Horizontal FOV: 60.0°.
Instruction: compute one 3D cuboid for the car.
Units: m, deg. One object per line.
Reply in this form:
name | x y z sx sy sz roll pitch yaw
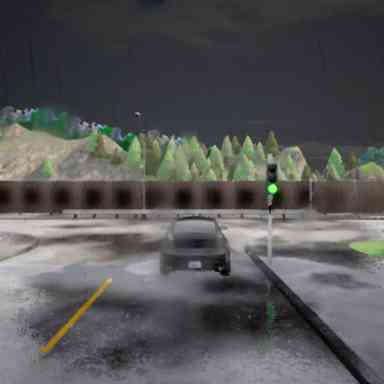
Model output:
car | 0.075 1.484 10.340 1.837 1.490 4.892 0 0 0
